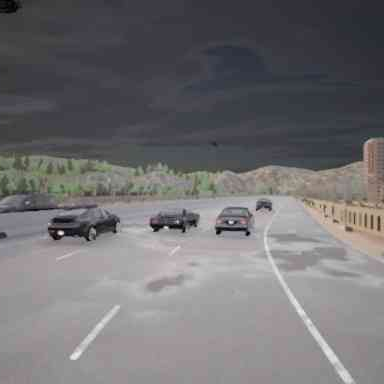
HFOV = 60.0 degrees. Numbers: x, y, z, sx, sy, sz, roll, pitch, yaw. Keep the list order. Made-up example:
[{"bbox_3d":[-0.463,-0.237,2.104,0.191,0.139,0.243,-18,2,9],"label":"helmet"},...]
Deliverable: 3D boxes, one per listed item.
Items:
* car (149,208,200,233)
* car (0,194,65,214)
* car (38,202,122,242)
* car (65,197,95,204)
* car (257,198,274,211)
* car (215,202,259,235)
[{"bbox_3d":[-0.852,1.595,19.658,1.895,1.301,4.718,0,0,13],"label":"car"},{"bbox_3d":[-11.259,1.182,22.092,2.150,2.045,5.566,0,0,14],"label":"car"},{"bbox_3d":[-5.080,1.481,16.412,1.837,1.490,4.892,0,0,11],"label":"car"},{"bbox_3d":[-11.636,1.335,33.952,2.097,1.767,4.553,0,0,17],"label":"car"},{"bbox_3d":[9.137,1.590,41.981,1.837,1.490,4.892,0,0,16],"label":"car"},{"bbox_3d":[2.529,1.553,18.901,2.033,1.411,5.357,0,0,14],"label":"car"}]
